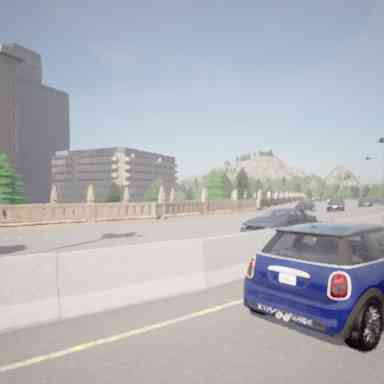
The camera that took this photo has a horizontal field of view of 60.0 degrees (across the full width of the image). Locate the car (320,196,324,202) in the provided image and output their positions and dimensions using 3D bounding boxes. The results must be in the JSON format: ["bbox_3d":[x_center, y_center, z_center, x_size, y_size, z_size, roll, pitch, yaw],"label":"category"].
[{"bbox_3d":[31.336,1.715,79.292,2.033,1.411,5.357,-1,0,24],"label":"car"}]

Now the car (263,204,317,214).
[{"bbox_3d":[4.776,1.579,17.531,5.357,1.411,2.033,0,0,-45],"label":"car"}]

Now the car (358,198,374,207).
[{"bbox_3d":[26.688,1.597,51.203,1.812,1.442,4.674,-1,0,24],"label":"car"}]

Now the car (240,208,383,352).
[{"bbox_3d":[3.121,1.355,6.471,4.553,1.767,2.097,0,0,-39],"label":"car"}]

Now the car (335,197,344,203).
[{"bbox_3d":[34.368,1.741,77.485,1.895,1.301,4.718,-1,0,24],"label":"car"}]

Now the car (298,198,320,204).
[{"bbox_3d":[14.396,1.673,41.842,1.994,1.385,4.181,-1,0,28],"label":"car"}]

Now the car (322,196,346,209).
[{"bbox_3d":[17.548,1.569,40.312,2.128,1.511,4.902,-1,0,29],"label":"car"}]
